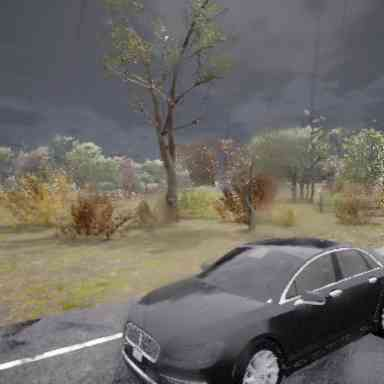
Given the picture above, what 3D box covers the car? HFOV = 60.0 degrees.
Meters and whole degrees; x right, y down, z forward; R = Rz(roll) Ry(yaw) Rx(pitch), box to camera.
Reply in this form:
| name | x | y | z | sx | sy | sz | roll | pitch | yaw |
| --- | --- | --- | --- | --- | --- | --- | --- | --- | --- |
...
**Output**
| name | x | y | z | sx | sy | sz | roll | pitch | yaw |
| --- | --- | --- | --- | --- | --- | --- | --- | --- | --- |
| car | 1.381 | 1.506 | 5.010 | 4.892 | 1.490 | 1.837 | 0 | 0 | -36 |
